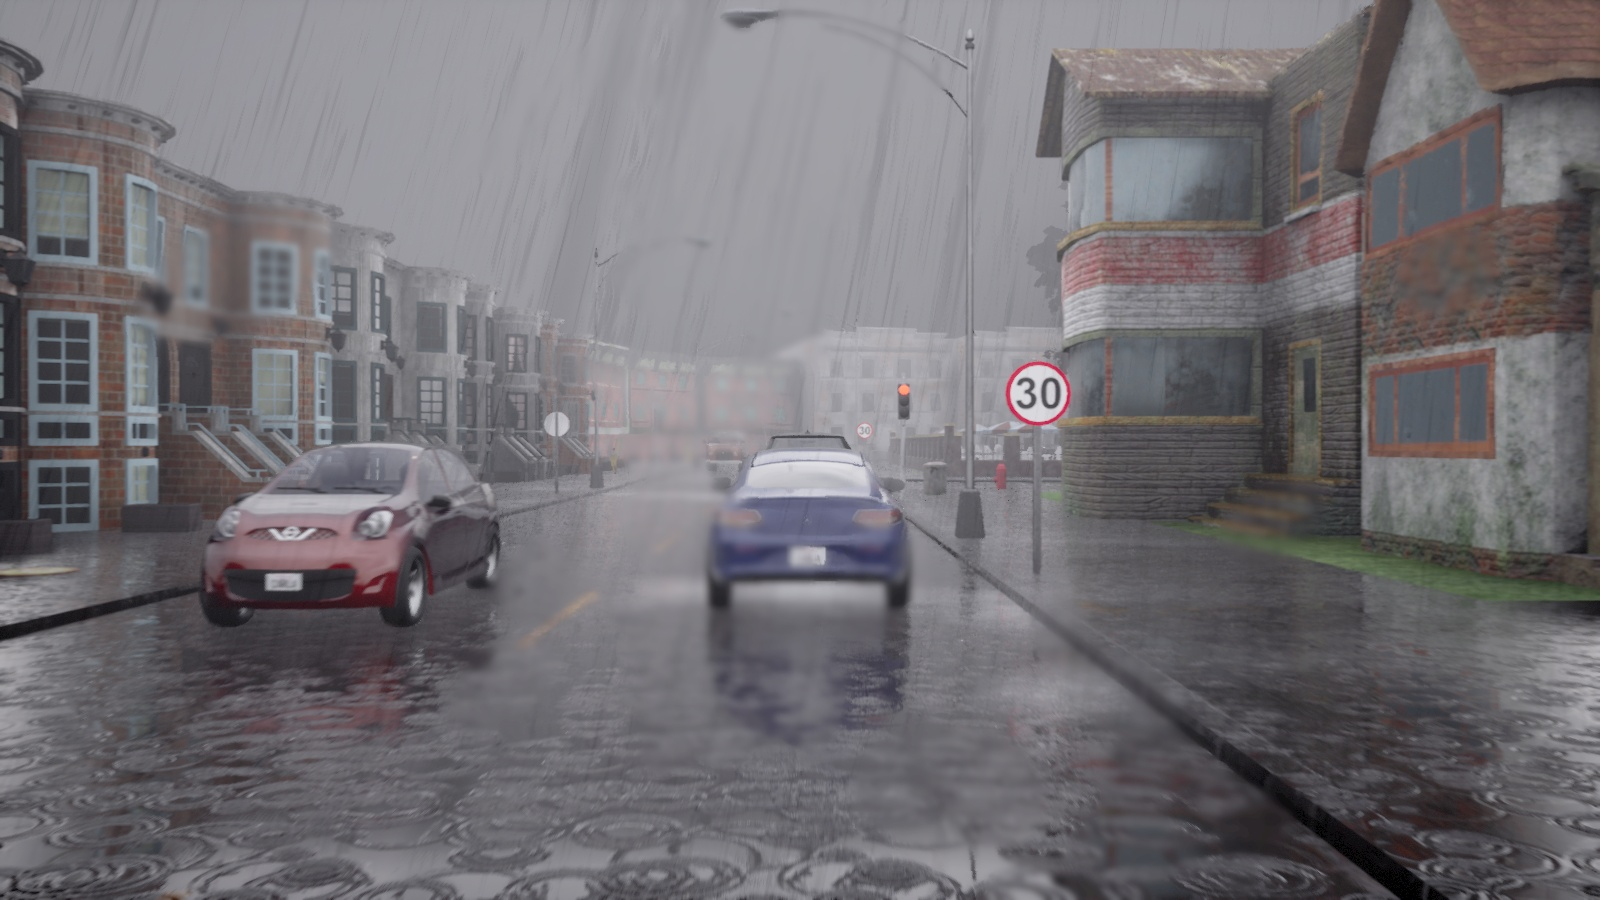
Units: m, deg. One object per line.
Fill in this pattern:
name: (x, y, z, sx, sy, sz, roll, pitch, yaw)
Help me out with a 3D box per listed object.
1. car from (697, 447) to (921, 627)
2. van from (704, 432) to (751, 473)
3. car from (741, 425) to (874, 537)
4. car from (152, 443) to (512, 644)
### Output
car: (0.087, 0.702, 12.520, 1.812, 1.442, 4.674, 0, 0, 0)
van: (-3.637, 0.107, 63.914, 2.069, 2.038, 4.480, 0, 0, 0)
car: (0.139, 0.480, 22.196, 2.097, 1.767, 4.553, 0, 0, 0)
car: (-3.920, 0.694, 11.218, 1.845, 1.501, 3.633, 0, 0, 0)
